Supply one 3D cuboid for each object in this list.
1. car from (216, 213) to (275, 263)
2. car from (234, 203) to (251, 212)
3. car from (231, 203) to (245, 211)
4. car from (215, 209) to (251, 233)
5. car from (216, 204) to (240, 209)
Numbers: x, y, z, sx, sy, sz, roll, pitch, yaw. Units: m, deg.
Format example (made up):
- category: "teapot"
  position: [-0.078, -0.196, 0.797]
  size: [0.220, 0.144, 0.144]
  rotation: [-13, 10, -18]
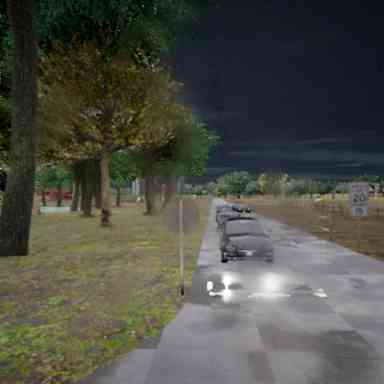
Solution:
- category: "car"
  position: [2.042, 1.813, 13.326]
  size: [1.837, 1.490, 4.892]
  rotation: [-1, -1, 4]
- category: "car"
  position: [7.299, 2.452, 47.751]
  size: [1.895, 1.301, 4.718]
  rotation: [-1, -1, 4]
- category: "car"
  position: [7.974, 2.581, 57.896]
  size: [1.994, 1.385, 4.181]
  rotation: [-1, -1, 3]
- category: "car"
  position: [2.699, 2.083, 23.141]
  size: [1.895, 1.301, 4.718]
  rotation: [-1, -1, 4]
- category: "car"
  position: [3.380, 2.217, 33.031]
  size: [1.994, 1.385, 4.181]
  rotation: [-1, -1, 5]
